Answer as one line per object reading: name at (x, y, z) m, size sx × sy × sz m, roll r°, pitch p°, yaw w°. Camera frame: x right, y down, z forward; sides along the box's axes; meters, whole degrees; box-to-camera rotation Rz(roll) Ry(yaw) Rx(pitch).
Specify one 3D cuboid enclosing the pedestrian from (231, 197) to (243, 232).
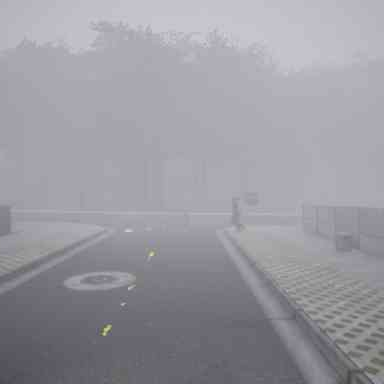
pedestrian at (2.261, 1.127, 17.249) m, size 0.375 × 1.860 × 0.375 m, roll -1°, pitch 1°, yaw 0°

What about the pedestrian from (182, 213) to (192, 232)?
pedestrian at (-0.282, 1.657, 18.447) m, size 0.500 × 1.100 × 0.500 m, roll -1°, pitch 1°, yaw 0°

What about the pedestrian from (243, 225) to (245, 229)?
pedestrian at (2.490, 1.126, 17.850) m, size 0.375 × 1.860 × 0.375 m, roll -1°, pitch 1°, yaw 0°
